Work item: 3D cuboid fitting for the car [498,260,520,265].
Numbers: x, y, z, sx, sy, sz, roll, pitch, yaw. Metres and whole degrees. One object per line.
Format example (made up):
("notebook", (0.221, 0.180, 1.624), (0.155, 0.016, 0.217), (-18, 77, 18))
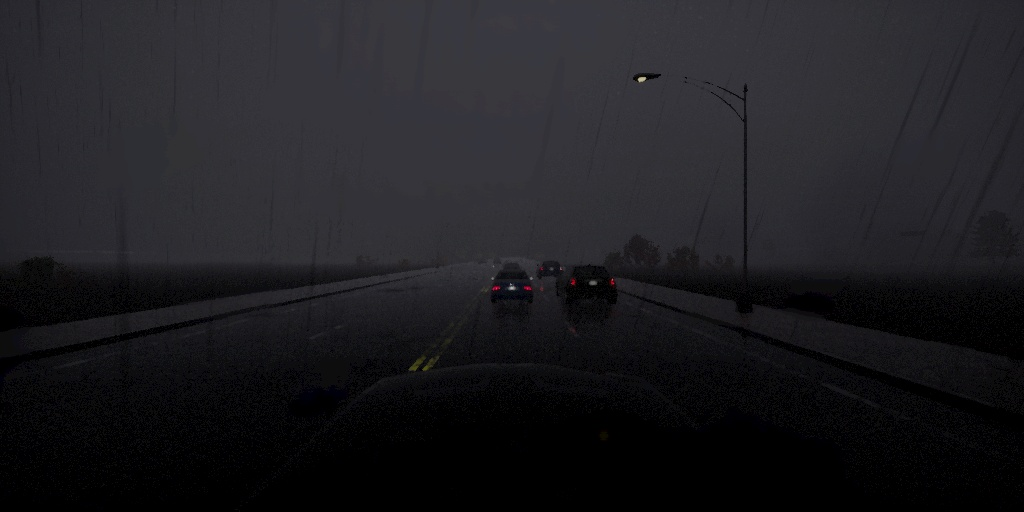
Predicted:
("car", (0.000, 1.271, 31.500), (1.812, 1.442, 4.674), (0, 0, 0))

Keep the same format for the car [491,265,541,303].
("car", (0.000, 1.310, 16.500), (2.033, 1.411, 5.357), (0, 0, 0))

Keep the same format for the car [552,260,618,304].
("car", (3.250, 1.113, 16.470), (2.097, 1.767, 4.553), (0, 0, 0))

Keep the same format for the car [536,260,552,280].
("car", (3.250, 1.104, 31.470), (2.097, 1.767, 4.553), (0, 0, 0))
